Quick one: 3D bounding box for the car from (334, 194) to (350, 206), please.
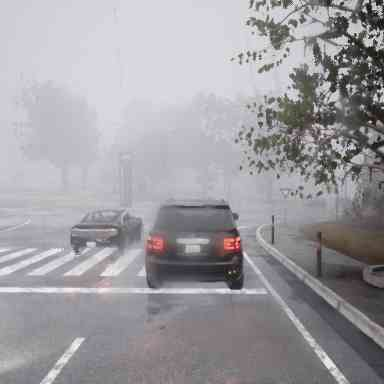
[{"bbox_3d":[20.785,1.060,46.200,1.882,1.535,5.008,1,2,20],"label":"car"}]

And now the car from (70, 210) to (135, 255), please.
[{"bbox_3d":[-3.166,1.445,13.185,2.128,1.511,4.902,0,0,2],"label":"car"}]

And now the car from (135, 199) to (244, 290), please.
[{"bbox_3d":[0.147,1.198,9.232,2.150,2.045,5.566,0,0,3],"label":"car"}]

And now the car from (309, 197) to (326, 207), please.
[{"bbox_3d":[16.390,1.270,43.415,1.895,1.301,4.718,1,2,24],"label":"car"}]
